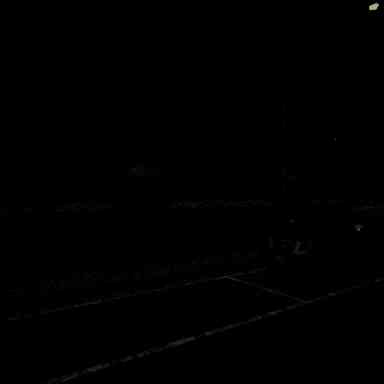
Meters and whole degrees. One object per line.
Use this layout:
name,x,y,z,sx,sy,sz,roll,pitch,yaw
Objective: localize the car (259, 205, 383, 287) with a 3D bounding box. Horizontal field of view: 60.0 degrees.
car,4.189,1.313,9.519,5.009,1.841,2.192,0,0,-35
